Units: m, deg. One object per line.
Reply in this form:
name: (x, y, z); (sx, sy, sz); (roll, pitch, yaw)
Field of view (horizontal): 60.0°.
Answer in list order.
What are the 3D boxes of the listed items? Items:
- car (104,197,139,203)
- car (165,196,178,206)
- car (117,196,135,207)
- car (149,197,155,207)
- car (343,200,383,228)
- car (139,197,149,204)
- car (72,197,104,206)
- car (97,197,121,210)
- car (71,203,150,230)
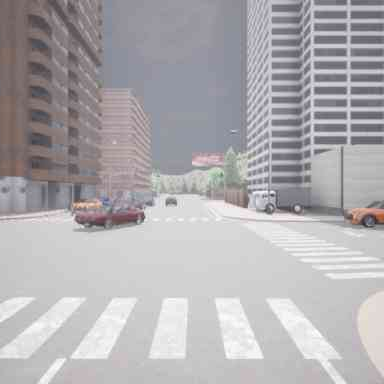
car: (-7.055, 1.351, 33.652); (2.097, 1.767, 4.553); (0, 0, 0)
car: (-3.388, 1.504, 55.315); (1.837, 1.490, 4.892); (0, 0, 0)
car: (-10.544, 1.476, 53.349); (1.882, 1.535, 5.008); (0, 0, 1)
car: (-7.051, 1.476, 52.832); (1.882, 1.535, 5.008); (0, 0, 0)
car: (12.100, 1.296, 21.056); (4.553, 1.767, 2.097); (0, 0, 0)
car: (-7.077, 1.504, 42.785); (1.837, 1.490, 4.892); (0, 0, 0)
car: (-10.579, 1.351, 33.660); (2.097, 1.767, 4.553); (0, 0, 0)
car: (-10.576, 1.477, 42.885); (1.882, 1.535, 5.008); (0, 0, 0)
car: (-5.042, 1.587, 21.238); (1.895, 1.301, 4.718); (0, 0, 29)
